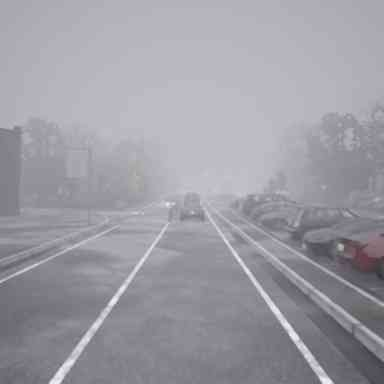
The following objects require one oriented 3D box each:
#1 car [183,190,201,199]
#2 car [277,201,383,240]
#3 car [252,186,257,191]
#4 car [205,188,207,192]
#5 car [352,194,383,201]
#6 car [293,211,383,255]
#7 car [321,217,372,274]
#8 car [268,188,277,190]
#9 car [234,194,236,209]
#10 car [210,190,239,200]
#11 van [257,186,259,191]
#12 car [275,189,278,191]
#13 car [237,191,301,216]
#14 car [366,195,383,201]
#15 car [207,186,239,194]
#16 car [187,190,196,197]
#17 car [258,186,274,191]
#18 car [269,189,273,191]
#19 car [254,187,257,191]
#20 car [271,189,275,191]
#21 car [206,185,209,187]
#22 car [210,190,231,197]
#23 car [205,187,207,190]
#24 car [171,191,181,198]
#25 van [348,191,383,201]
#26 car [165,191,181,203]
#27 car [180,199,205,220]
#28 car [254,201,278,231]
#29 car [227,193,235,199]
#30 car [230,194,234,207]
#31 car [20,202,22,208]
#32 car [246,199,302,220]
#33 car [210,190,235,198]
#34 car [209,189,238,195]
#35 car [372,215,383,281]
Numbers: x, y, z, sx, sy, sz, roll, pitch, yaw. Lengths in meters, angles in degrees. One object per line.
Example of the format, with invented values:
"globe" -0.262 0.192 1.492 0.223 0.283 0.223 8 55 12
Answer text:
"car" -0.018 1.068 45.669 2.150 2.045 5.566 0 1 0
"car" 6.539 1.440 15.031 4.553 1.767 2.185 0 0 0
"car" 19.878 -0.107 91.970 4.792 1.488 2.163 0 2 0
"car" 6.521 0.255 81.011 5.366 1.575 1.946 0 2 0
"car" 19.783 1.212 34.645 4.674 1.452 2.002 0 2 0
"car" 6.523 1.611 12.245 4.792 1.488 2.163 0 0 0
"car" 6.563 1.619 9.457 4.792 1.488 2.163 0 0 0
"car" 19.568 0.459 75.368 5.366 1.575 1.946 0 2 0
"car" 6.712 1.138 31.749 4.553 1.767 2.185 0 2 0
"car" 6.597 0.804 67.140 4.792 1.488 2.163 0 2 0
"van" 19.935 -0.178 86.553 4.442 1.987 1.878 0 2 0
"car" 19.738 0.641 67.182 4.553 1.767 2.185 0 2 0
"car" 6.672 1.154 26.176 5.566 2.045 2.435 0 1 0
"car" 19.764 1.295 31.862 4.674 1.452 2.002 0 2 0
"car" 6.686 0.317 72.677 5.566 2.045 2.435 0 2 0
"car" -0.192 0.254 81.118 2.128 1.511 4.902 0 2 0
"car" 19.814 0.005 80.893 5.566 2.045 2.435 0 2 0
"car" 19.735 0.605 72.600 4.674 1.452 2.002 0 2 0
"car" 19.863 -0.020 89.332 4.792 1.488 2.163 0 2 0
"car" 19.692 0.698 69.832 4.792 1.488 2.163 0 2 0
"car" 6.817 -0.346 94.870 4.553 1.767 2.185 0 2 0
"car" 6.696 0.362 78.236 4.892 1.521 2.231 0 2 0
"car" 6.940 -0.047 89.329 5.366 1.575 1.946 0 2 0
"car" -3.434 0.554 72.259 2.033 1.411 5.357 0 2 0
"van" 19.671 0.869 37.311 4.442 1.987 1.878 -1 2 0
"car" -3.463 1.093 56.414 1.994 1.385 4.181 0 2 0
"car" 0.030 1.548 27.640 1.994 1.385 4.181 0 0 0
"car" 6.578 1.538 20.614 4.792 1.488 2.163 0 1 0
"car" 6.688 1.128 37.321 4.792 1.488 2.163 0 2 0
"car" 6.729 1.211 34.538 4.792 1.488 2.163 0 2 0
"car" -26.329 1.601 46.957 5.008 1.535 1.882 0 -2 24
"car" 6.619 1.463 23.392 4.892 1.521 2.231 0 1 0
"car" 6.860 0.461 75.460 5.366 1.575 1.946 0 2 0
"car" 6.647 0.671 69.913 5.008 1.535 2.097 0 2 0
"car" 6.546 1.464 6.669 4.553 1.767 2.185 0 0 0
